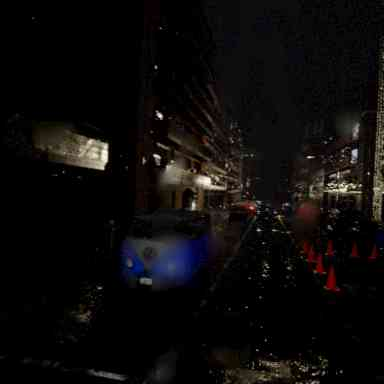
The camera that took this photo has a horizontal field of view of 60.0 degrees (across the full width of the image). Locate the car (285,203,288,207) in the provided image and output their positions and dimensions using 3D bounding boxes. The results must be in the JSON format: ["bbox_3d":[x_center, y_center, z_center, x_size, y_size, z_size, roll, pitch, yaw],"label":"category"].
[{"bbox_3d":[20.817,3.060,67.997,2.192,1.841,5.009,2,-1,13],"label":"car"}]

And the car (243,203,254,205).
[{"bbox_3d":[5.700,2.209,36.664,1.887,1.381,4.507,2,-1,13],"label":"car"}]

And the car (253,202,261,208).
[{"bbox_3d":[16.849,3.291,86.277,2.008,1.369,4.403,2,-1,13],"label":"car"}]

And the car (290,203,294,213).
[{"bbox_3d":[18.324,3.087,56.943,1.802,1.307,4.206,2,-1,13],"label":"car"}]

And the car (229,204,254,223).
[{"bbox_3d":[4.461,2.089,31.151,1.887,1.381,4.507,2,-1,13],"label":"car"}]

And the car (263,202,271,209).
[{"bbox_3d":[18.131,3.222,80.240,1.882,1.535,5.008,3,-1,13],"label":"car"}]

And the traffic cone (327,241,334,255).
[{"bbox_3d":[5.935,2.399,14.306,0.340,0.580,0.340,3,-1,13],"label":"traffic cone"}]

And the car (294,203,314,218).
[{"bbox_3d":[15.850,2.580,45.896,2.192,1.841,5.009,2,-1,13],"label":"car"}]

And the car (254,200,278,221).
[{"bbox_3d":[8.050,2.121,35.668,2.097,1.767,4.553,3,-1,13],"label":"car"}]

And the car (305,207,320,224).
[{"bbox_3d":[13.357,2.608,34.842,1.802,1.307,4.206,2,-1,13],"label":"car"}]

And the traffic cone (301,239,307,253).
[{"bbox_3d":[4.960,2.353,14.526,0.340,0.580,0.340,3,-1,13],"label":"traffic cone"}]

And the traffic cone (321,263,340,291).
[{"bbox_3d":[3.645,2.227,8.673,0.340,0.580,0.340,3,-1,13],"label":"traffic cone"}]

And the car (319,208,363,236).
[{"bbox_3d":[10.883,2.102,23.795,2.192,1.841,5.009,2,-1,13],"label":"car"}]

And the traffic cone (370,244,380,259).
[{"bbox_3d":[7.664,2.479,13.903,0.340,0.580,0.340,2,-1,2],"label":"traffic cone"}]

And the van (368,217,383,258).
[{"bbox_3d":[8.399,1.890,12.744,1.690,1.788,3.998,2,-1,13],"label":"van"}]

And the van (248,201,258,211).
[{"bbox_3d":[11.901,2.603,64.230,1.690,1.788,3.998,2,-1,13],"label":"van"}]

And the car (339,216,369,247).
[{"bbox_3d":[9.632,2.250,18.266,1.802,1.307,4.206,2,-1,13],"label":"car"}]

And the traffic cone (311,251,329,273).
[{"bbox_3d":[4.084,2.269,10.624,0.340,0.580,0.340,3,-1,13],"label":"traffic cone"}]

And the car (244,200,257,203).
[{"bbox_3d":[8.186,2.218,47.692,2.192,1.841,5.009,2,-1,13],"label":"car"}]

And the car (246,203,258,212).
[{"bbox_3d":[10.618,2.664,58.548,1.752,1.417,4.829,2,-1,13],"label":"car"}]

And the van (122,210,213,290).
[{"bbox_3d":[-0.487,1.411,9.104,1.690,1.788,3.998,2,-1,13],"label":"van"}]

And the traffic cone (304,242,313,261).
[{"bbox_3d":[4.522,2.311,12.575,0.340,0.580,0.340,3,-1,13],"label":"traffic cone"}]

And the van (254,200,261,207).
[{"bbox_3d":[18.095,3.201,91.793,1.690,1.788,3.998,2,-1,13],"label":"van"}]

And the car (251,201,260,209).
[{"bbox_3d":[14.375,2.941,75.253,1.967,1.590,4.097,2,-1,13],"label":"car"}]

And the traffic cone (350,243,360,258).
[{"bbox_3d":[6.909,2.445,14.086,0.340,0.580,0.340,3,-1,13],"label":"traffic cone"}]

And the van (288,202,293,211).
[{"bbox_3d":[19.574,2.966,62.471,1.690,1.788,3.998,2,-1,13],"label":"van"}]
